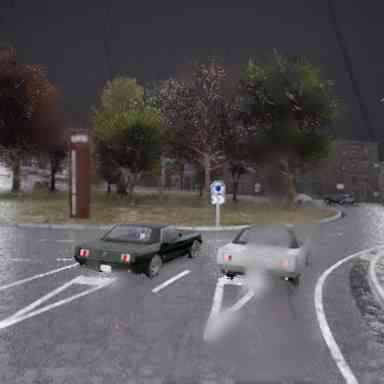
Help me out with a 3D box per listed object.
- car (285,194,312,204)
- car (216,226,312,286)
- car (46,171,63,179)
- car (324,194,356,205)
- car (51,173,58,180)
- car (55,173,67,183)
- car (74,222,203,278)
[{"bbox_3d":[16.024,0.984,50.280,1.812,1.442,4.674,-1,1,-23],"label":"car"},{"bbox_3d":[2.318,1.629,9.527,1.895,1.301,4.718,1,-1,23],"label":"car"},{"bbox_3d":[-35.186,-3.897,88.287,1.946,1.575,5.366,7,6,28],"label":"car"},{"bbox_3d":[20.621,1.039,46.592,2.128,1.511,4.902,0,1,-15],"label":"car"},{"bbox_3d":[-33.095,-3.517,86.188,2.002,1.452,4.674,7,6,28],"label":"car"},{"bbox_3d":[-31.098,-3.211,83.913,2.231,1.521,4.892,7,5,28],"label":"car"},{"bbox_3d":[-1.254,1.584,10.152,1.895,1.301,4.718,2,0,22],"label":"car"}]
